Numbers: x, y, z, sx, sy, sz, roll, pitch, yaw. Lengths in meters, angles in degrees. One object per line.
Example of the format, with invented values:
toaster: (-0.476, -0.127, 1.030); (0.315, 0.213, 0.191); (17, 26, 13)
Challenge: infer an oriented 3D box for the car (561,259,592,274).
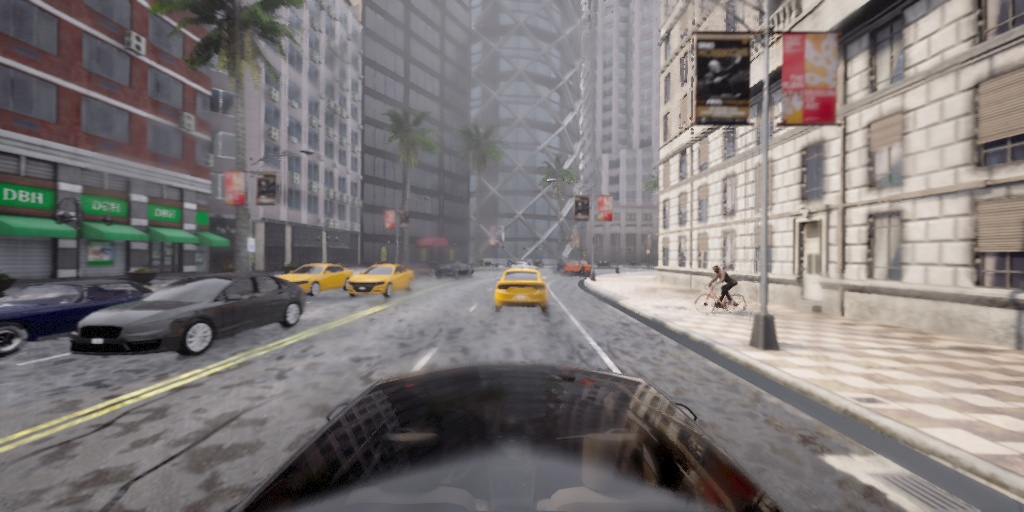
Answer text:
car: (8.077, 1.183, 42.672); (2.097, 1.767, 4.553); (1, 0, 33)

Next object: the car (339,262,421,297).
car: (-6.572, 1.168, 18.525); (1.882, 1.535, 5.008); (1, 0, 3)

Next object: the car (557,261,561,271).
car: (8.136, 1.184, 48.630); (2.097, 1.767, 4.553); (1, 0, 43)

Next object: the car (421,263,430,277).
car: (-8.537, 1.237, 31.124); (1.994, 1.385, 4.181); (1, 0, 13)

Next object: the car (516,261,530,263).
car: (1.250, 1.292, 37.960); (1.812, 1.442, 4.674); (1, 0, 25)

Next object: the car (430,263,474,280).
car: (-4.974, 1.308, 31.344); (1.895, 1.301, 4.718); (1, 0, 15)

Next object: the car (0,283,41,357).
car: (-10.461, 1.252, 8.382); (1.895, 1.301, 4.718); (1, 0, 2)

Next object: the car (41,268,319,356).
car: (-6.947, 1.190, 8.498); (1.837, 1.490, 4.892); (1, 0, 2)

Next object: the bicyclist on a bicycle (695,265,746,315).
bicyclist on a bicycle: (6.796, 1.116, 11.684); (1.656, 1.620, 0.582); (0, 0, 1)

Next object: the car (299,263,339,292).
car: (-10.072, 1.134, 18.561); (1.882, 1.535, 5.008); (1, 0, 3)

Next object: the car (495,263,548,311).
car: (0.380, 1.233, 14.473); (1.882, 1.535, 5.008); (1, 0, 2)
